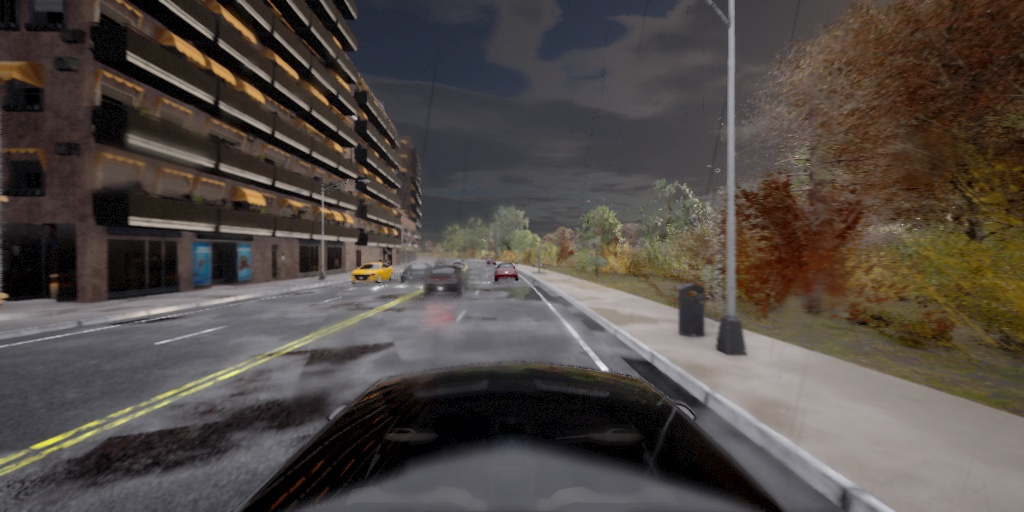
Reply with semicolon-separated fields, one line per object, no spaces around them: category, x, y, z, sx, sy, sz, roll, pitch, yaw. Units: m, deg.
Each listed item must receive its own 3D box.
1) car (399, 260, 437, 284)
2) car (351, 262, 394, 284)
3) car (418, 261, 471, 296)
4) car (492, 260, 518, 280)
car;-7.076;1.257;27.244;1.812;1.442;4.674;0;0;-2
car;-10.313;1.220;26.817;1.882;1.535;5.008;0;0;-2
car;-3.373;1.241;19.044;1.837;1.490;4.892;0;1;-1
car;-0.526;1.268;30.925;1.994;1.385;4.181;0;0;-2
